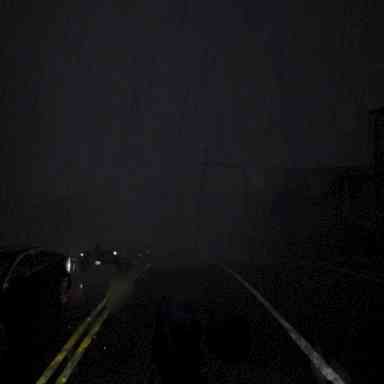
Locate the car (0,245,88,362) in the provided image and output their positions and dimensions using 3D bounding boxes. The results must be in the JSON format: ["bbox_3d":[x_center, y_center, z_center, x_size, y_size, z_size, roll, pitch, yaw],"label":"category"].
[{"bbox_3d":[-3.753,1.836,6.179,2.128,1.511,4.902,-2,-2,-2],"label":"car"}]

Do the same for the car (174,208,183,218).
[{"bbox_3d":[-3.478,5.682,85.809,2.097,1.767,4.553,-2,3,-2],"label":"car"}]

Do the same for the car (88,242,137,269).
[{"bbox_3d":[-4.159,3.136,16.624,1.895,1.301,4.718,-2,-10,-2],"label":"car"}]

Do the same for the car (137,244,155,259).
[{"bbox_3d":[-4.711,5.708,32.056,1.812,1.442,4.674,-2,-9,-2],"label":"car"}]
